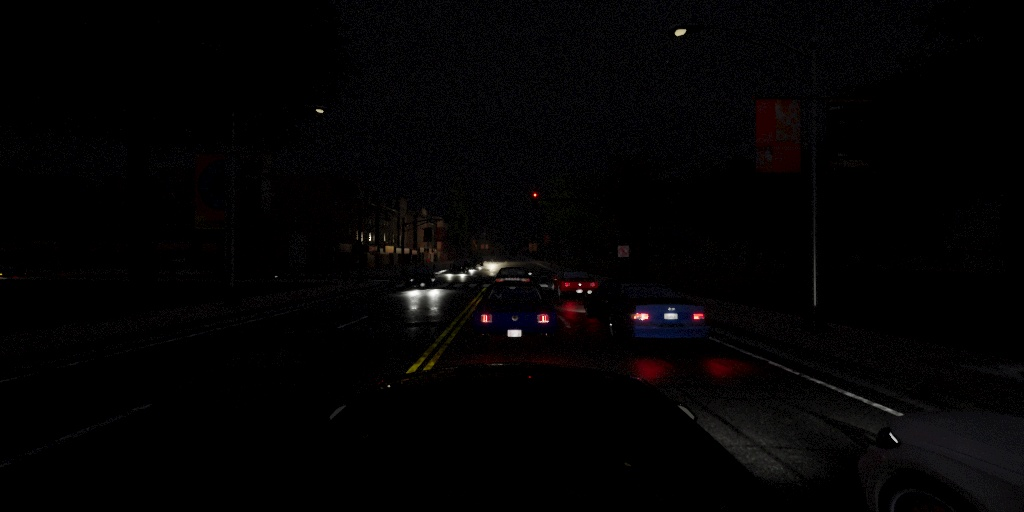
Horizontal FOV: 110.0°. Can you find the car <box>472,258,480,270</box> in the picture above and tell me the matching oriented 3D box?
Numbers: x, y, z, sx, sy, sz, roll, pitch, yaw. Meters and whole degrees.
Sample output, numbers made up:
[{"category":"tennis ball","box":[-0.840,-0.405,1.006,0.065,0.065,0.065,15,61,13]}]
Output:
[{"category":"car","box":[-6.608,1.359,55.156,1.994,1.385,4.181,0,0,1]}]

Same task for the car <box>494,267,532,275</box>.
[{"category":"car","box":[0.044,1.314,19.216,1.882,1.535,5.008,0,0,0]}]

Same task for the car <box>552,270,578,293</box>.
[{"category":"car","box":[3.296,1.440,19.644,1.895,1.301,4.718,0,0,0]}]

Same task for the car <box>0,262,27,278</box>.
[{"category":"car","box":[-44.088,1.206,30.320,4.181,1.385,1.994,0,0,0]}]

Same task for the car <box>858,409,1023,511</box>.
[{"category":"car","box":[3.344,1.275,0.525,1.812,1.442,4.674,0,0,0]}]

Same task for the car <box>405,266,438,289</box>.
[{"category":"car","box":[-6.303,1.415,24.863,2.033,1.411,5.357,0,0,-17]}]

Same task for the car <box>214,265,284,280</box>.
[{"category":"car","box":[-22.115,1.409,30.283,4.718,1.301,1.895,1,0,0]}]

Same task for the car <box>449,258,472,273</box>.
[{"category":"car","box":[-6.621,1.340,45.130,1.882,1.535,5.008,0,0,1]}]

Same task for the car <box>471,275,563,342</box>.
[{"category":"car","box":[0.078,1.374,9.875,1.895,1.301,4.718,0,0,0]}]

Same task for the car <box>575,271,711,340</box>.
[{"category":"car","box":[3.328,1.322,10.000,2.033,1.411,5.357,0,0,0]}]
